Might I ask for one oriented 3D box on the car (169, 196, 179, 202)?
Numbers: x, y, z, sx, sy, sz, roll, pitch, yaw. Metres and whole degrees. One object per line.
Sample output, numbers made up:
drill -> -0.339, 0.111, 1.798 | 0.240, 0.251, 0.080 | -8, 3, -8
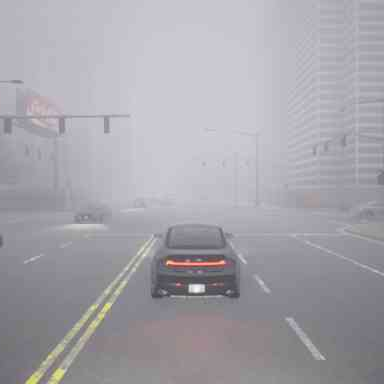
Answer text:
car -> -3.975, 1.571, 73.424 | 1.895, 1.301, 4.718 | 0, 0, 0

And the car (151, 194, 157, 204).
car -> -7.454, 1.580, 63.786 | 1.895, 1.301, 4.718 | 0, 0, 0

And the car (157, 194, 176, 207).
car -> -3.911, 1.508, 51.719 | 1.812, 1.442, 4.674 | 0, 0, 0

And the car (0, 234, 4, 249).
car -> -7.150, 1.598, 8.784 | 1.895, 1.301, 4.718 | 0, 0, 0

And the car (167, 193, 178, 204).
car -> -3.957, 1.199, 62.525 | 2.150, 2.045, 5.566 | 0, 0, 0

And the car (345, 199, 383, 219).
car -> 16.093, 1.516, 28.519 | 4.674, 1.442, 1.812 | 0, 0, 1

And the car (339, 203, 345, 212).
car -> 18.448, 1.466, 35.673 | 5.008, 1.535, 1.882 | 0, 0, -1

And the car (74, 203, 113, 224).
car -> -7.255, 1.555, 24.805 | 1.994, 1.385, 4.181 | 0, 0, 0

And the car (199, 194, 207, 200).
car -> 2.924, 1.326, 88.718 | 2.097, 1.767, 4.553 | 0, 0, 0

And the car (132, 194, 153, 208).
car -> -7.406, 1.474, 48.083 | 2.128, 1.511, 4.902 | 0, 0, 0

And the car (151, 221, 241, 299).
car -> 0.056, 1.502, 8.461 | 1.837, 1.490, 4.892 | 0, 0, -1
